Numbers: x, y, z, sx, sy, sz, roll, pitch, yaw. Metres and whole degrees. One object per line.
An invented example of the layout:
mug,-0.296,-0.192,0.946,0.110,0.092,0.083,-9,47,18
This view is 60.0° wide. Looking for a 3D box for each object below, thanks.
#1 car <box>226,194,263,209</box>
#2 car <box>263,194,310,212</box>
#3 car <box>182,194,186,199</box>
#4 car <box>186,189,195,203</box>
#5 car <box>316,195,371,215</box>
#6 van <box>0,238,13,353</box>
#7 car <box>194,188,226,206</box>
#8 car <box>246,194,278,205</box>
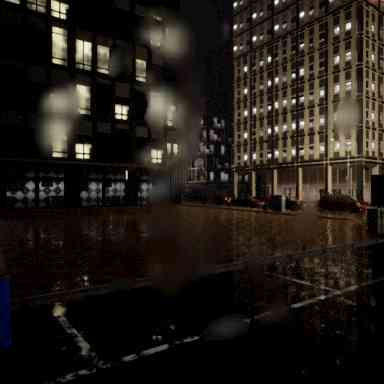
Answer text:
car,6.164,1.105,36.813,1.802,1.307,4.206,1,0,-36
car,9.421,1.071,32.286,1.967,1.590,4.097,1,0,-36
car,-0.082,0.647,59.866,1.947,1.339,4.313,1,0,-36
car,1.938,0.532,47.121,2.150,2.045,5.566,0,1,-36
car,13.851,1.056,30.531,2.097,1.767,4.553,0,1,-36
van,-4.151,1.341,3.596,3.998,1.788,1.690,0,0,-36
car,2.918,0.731,41.338,2.192,1.841,5.009,1,0,-36
car,9.680,0.985,46.280,1.802,1.307,4.206,1,0,-36
